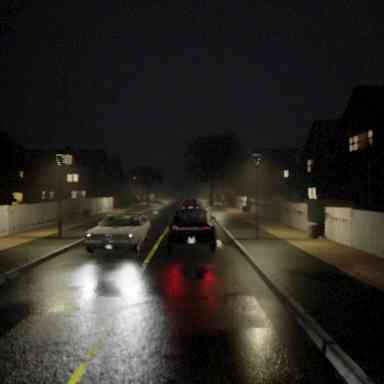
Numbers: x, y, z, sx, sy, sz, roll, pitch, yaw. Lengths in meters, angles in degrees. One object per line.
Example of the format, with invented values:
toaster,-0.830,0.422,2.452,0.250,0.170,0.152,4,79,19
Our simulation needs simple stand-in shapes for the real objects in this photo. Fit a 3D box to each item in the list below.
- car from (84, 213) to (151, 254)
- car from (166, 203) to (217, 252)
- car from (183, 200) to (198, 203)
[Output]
car,-2.843,1.569,13.572,1.895,1.301,4.718,0,0,0
car,-0.022,1.453,13.765,2.128,1.511,4.902,0,0,0
car,-0.143,1.451,32.744,2.033,1.411,5.357,0,0,0
